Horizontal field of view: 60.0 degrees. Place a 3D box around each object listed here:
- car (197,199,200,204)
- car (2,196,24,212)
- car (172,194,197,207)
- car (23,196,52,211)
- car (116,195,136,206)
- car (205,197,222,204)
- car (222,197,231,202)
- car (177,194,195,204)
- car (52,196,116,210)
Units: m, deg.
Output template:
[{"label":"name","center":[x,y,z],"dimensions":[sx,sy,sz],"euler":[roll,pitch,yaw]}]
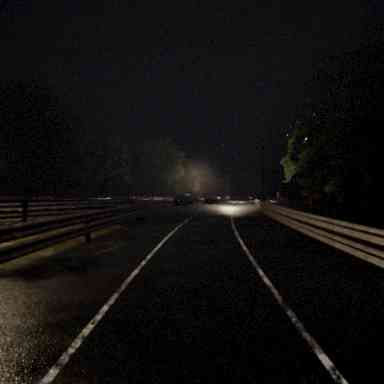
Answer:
[{"label":"car","center":[0.062,1.678,65.780],"dimensions":[1.837,1.490,4.892],"euler":[0,-1,19]},{"label":"car","center":[-15.811,1.189,31.470],"dimensions":[1.837,1.490,4.892],"euler":[0,-1,20]},{"label":"car","center":[-1.302,1.388,51.299],"dimensions":[2.097,1.767,4.553],"euler":[1,0,19]},{"label":"car","center":[-12.528,1.221,30.259],"dimensions":[1.812,1.442,4.674],"euler":[0,-1,20]},{"label":"car","center":[-9.903,1.254,48.062],"dimensions":[2.097,1.767,4.553],"euler":[0,-1,19]},{"label":"car","center":[4.022,1.689,66.486],"dimensions":[1.882,1.535,5.008],"euler":[0,-1,19]},{"label":"car","center":[8.329,2.047,89.259],"dimensions":[1.994,1.385,4.181],"euler":[0,-1,19]},{"label":"car","center":[-1.220,1.464,72.684],"dimensions":[2.150,2.045,5.566],"euler":[0,-1,19]},{"label":"car","center":[-9.249,1.252,29.012],"dimensions":[2.033,1.411,5.357],"euler":[0,-1,20]}]
